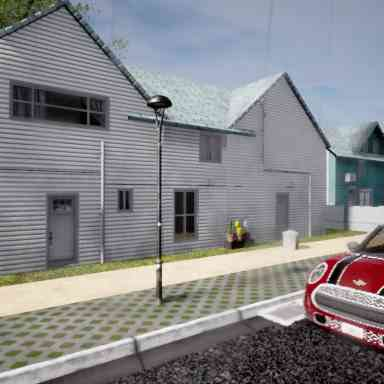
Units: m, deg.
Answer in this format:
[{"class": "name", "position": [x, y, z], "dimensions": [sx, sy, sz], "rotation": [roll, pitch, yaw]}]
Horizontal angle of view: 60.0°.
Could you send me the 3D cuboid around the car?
[{"class": "car", "position": [4.081, 1.354, 5.983], "dimensions": [4.553, 1.767, 2.097], "rotation": [0, 0, -36]}]
